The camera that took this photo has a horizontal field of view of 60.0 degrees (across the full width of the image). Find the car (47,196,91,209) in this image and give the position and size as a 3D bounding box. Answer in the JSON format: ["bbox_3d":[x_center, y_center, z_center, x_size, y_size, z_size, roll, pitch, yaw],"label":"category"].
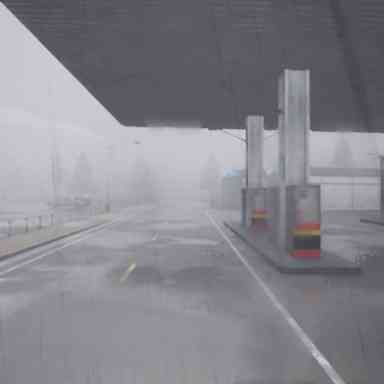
[{"bbox_3d":[-16.666,1.396,44.430,5.027,1.636,2.152,0,0,-1],"label":"car"}]

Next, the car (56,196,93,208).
[{"bbox_3d":[-16.753,1.408,47.566,4.514,1.523,2.007,0,0,-1],"label":"car"}]
